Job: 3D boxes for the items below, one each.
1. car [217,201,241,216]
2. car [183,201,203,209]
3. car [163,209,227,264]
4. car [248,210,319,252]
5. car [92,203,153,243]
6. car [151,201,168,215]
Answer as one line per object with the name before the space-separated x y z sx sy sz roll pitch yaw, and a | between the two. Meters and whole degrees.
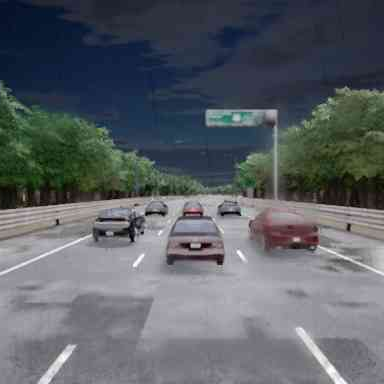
car | 3.594 1.587 32.729 1.994 1.385 4.181 0 0 0
car | 0.094 1.587 32.653 1.994 1.385 4.181 0 0 0
car | 0.099 1.551 11.823 2.033 1.411 5.357 0 0 0
car | 3.597 1.482 13.890 1.882 1.535 5.008 0 0 0
car | -3.403 1.498 16.187 2.128 1.511 4.902 0 0 0
car | -3.406 1.587 32.570 1.994 1.385 4.181 0 0 0
